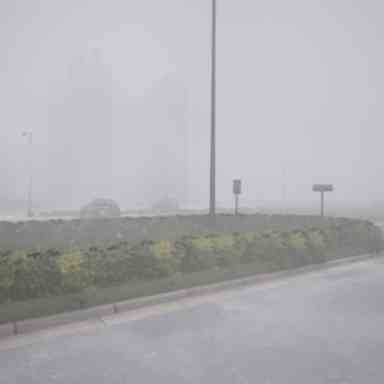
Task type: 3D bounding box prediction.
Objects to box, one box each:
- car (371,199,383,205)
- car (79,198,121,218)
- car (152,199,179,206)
[{"bbox_3d":[31.132,1.766,52.100,2.150,2.045,5.566,1,0,-36],"label":"car"},{"bbox_3d":[-7.296,1.401,26.269,1.932,1.855,4.605,1,0,-36],"label":"car"},{"bbox_3d":[-3.722,1.709,45.224,2.242,1.667,4.611,1,0,-36],"label":"car"}]
